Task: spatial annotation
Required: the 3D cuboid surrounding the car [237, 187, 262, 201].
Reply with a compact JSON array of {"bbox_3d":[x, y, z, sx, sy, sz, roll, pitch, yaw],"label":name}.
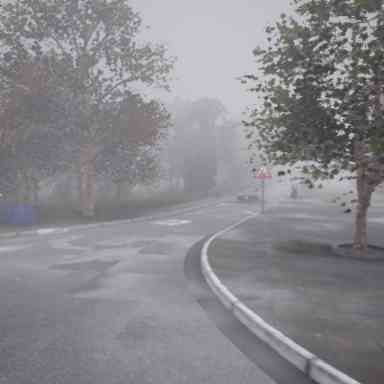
[{"bbox_3d":[5.867,0.198,32.765,1.895,1.301,4.718,1,1,21],"label":"car"}]
